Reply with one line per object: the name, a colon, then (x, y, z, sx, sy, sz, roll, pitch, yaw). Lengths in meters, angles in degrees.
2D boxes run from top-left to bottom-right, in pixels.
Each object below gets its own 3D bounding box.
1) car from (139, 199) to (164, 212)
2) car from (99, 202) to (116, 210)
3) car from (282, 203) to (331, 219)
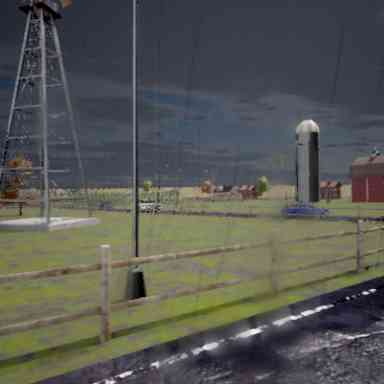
car: (-6.975, 2.234, 54.703, 2.150, 2.045, 5.566, -1, 0, -41)
car: (-16.943, 2.786, 66.428, 1.812, 1.442, 4.674, -1, 0, -40)
car: (11.738, 1.959, 34.470, 1.882, 1.535, 5.008, -1, 1, -45)
